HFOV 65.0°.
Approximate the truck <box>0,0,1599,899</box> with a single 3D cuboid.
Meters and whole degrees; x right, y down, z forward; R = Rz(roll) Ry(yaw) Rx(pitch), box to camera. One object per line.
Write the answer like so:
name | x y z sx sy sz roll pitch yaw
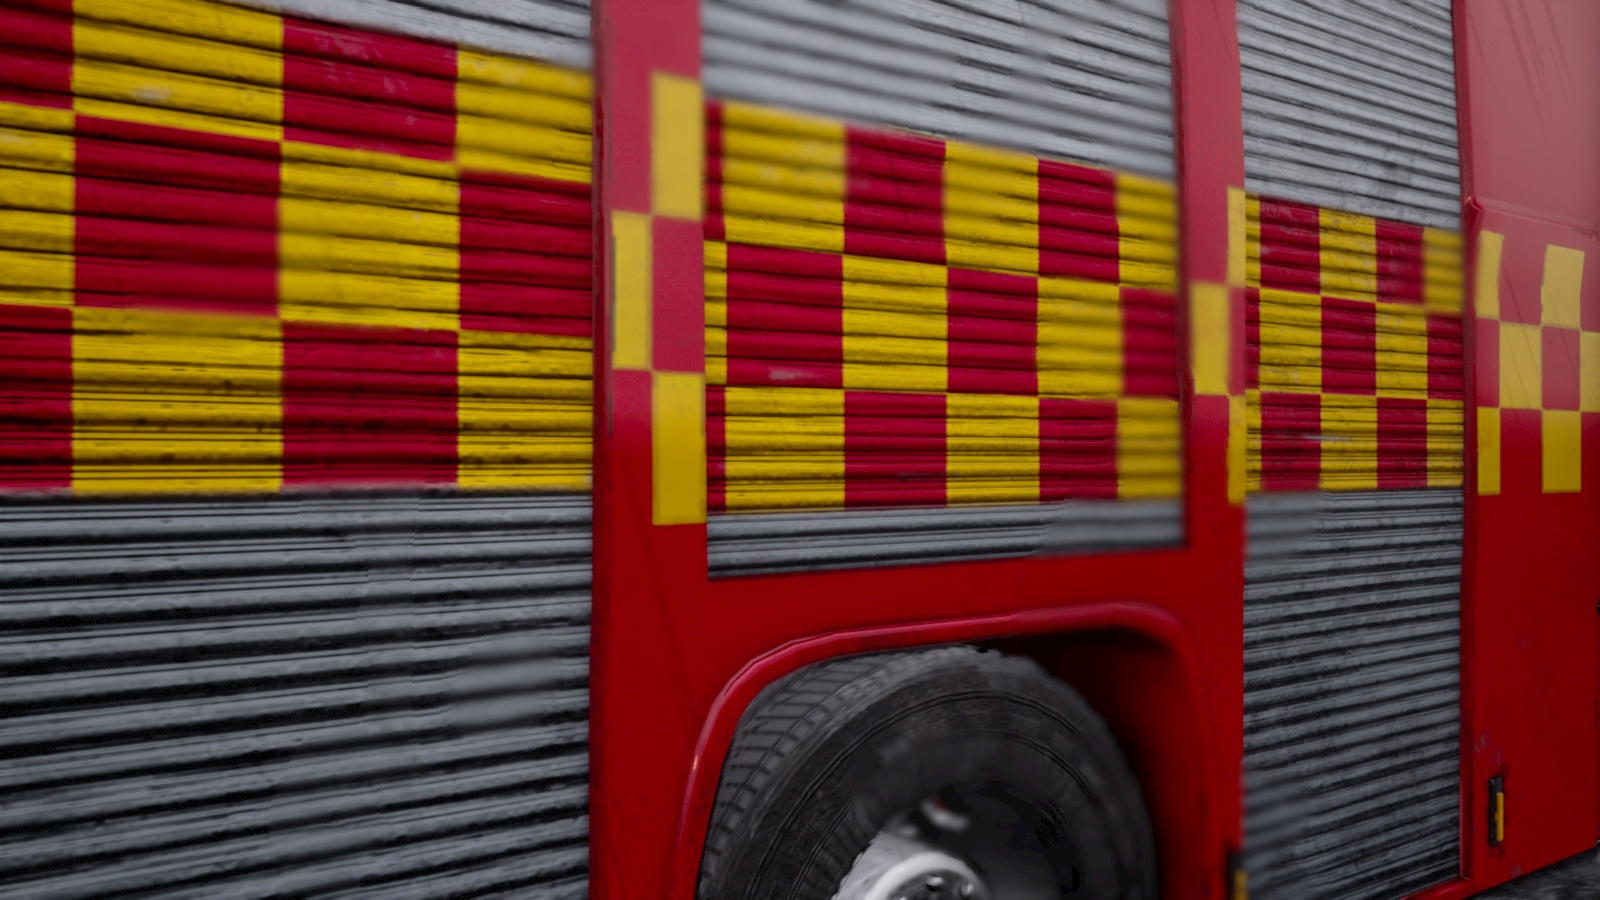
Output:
truck | 1.694 -0.412 4.861 8.468 3.827 2.891 0 0 -35
